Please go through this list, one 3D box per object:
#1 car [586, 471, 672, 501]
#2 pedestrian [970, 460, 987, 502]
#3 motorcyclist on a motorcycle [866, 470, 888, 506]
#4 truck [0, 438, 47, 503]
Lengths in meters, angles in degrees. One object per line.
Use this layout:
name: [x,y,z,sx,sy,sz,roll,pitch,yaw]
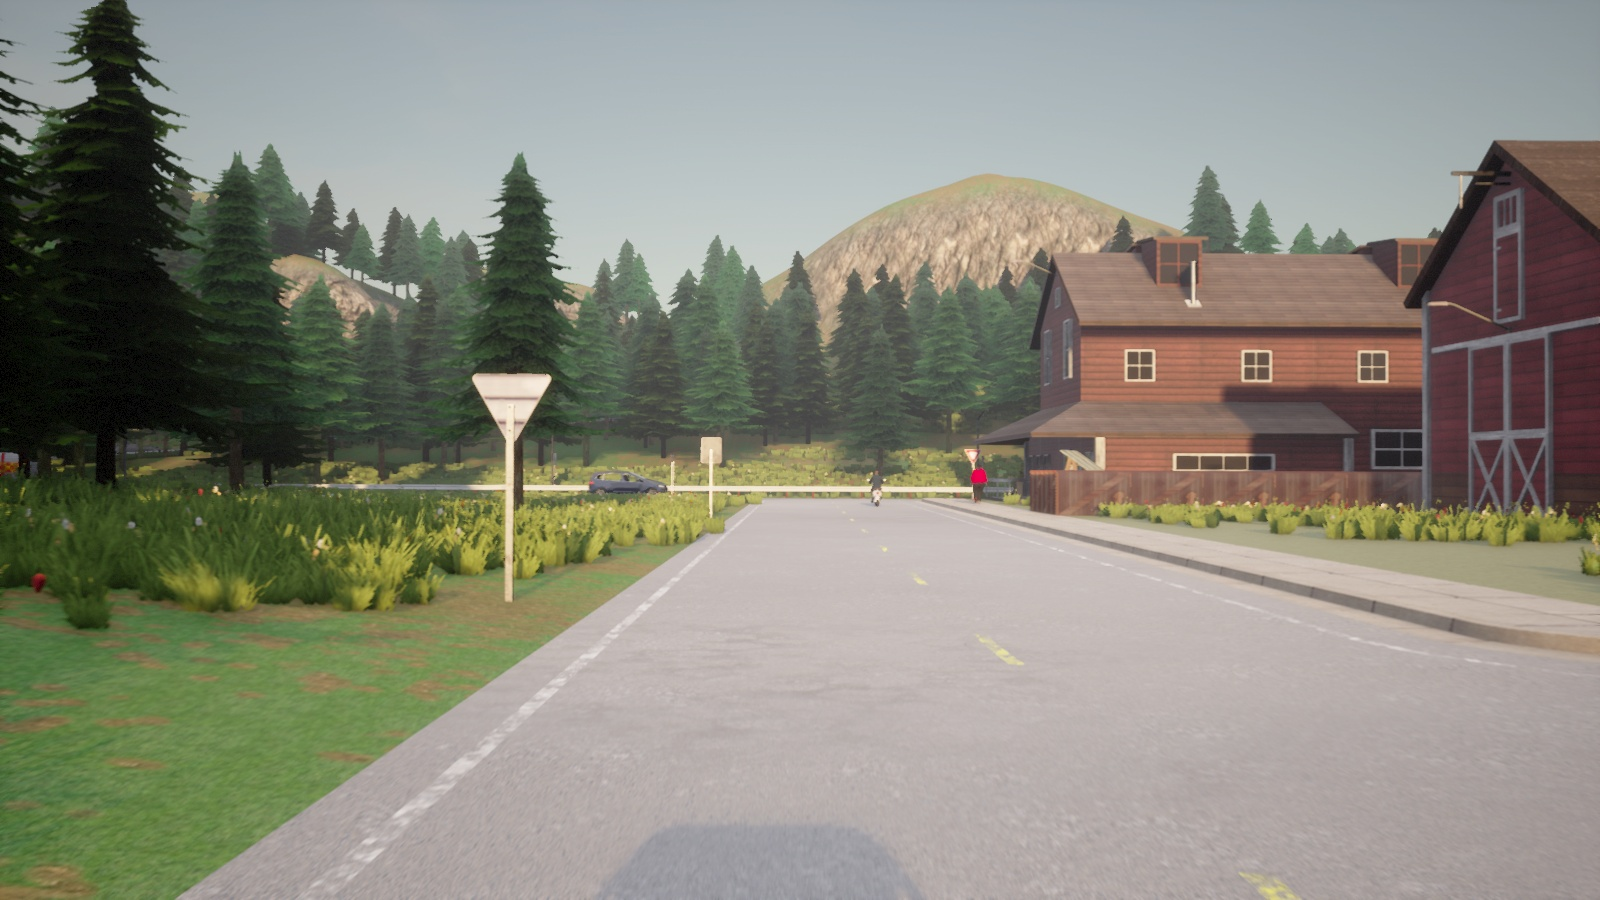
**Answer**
car: [-9.810,2.046,72.279,4.611,1.667,2.242,0,-1,0]
pedestrian: [7.934,1.379,55.800,0.634,1.844,0.899,0,-1,15]
motorcyclist on a motorcycle: [3.416,1.697,56.052,0.866,1.590,1.817,0,-1,0]
truck: [-50.514,1.233,75.675,8.468,3.827,2.891,0,-1,0]
